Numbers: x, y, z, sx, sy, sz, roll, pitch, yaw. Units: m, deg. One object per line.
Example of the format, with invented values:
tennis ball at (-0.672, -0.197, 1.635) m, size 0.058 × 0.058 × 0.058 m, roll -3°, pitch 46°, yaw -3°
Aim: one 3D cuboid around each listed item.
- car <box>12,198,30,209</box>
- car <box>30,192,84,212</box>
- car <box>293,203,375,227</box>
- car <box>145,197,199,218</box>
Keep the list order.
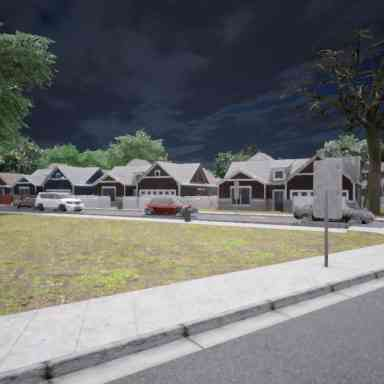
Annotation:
car at (-19.555, 1.367, 40.744) m, size 5.357 × 1.411 × 2.033 m, roll 0°, pitch 0°, yaw 28°
car at (-13.805, 1.062, 34.522) m, size 5.566 × 2.045 × 2.150 m, roll 0°, pitch 0°, yaw 28°
car at (9.173, 1.437, 21.815) m, size 4.902 × 1.511 × 2.128 m, roll 0°, pitch 0°, yaw 31°
car at (-1.705, 1.246, 28.077) m, size 4.553 × 1.767 × 2.097 m, roll 0°, pitch 0°, yaw 29°
